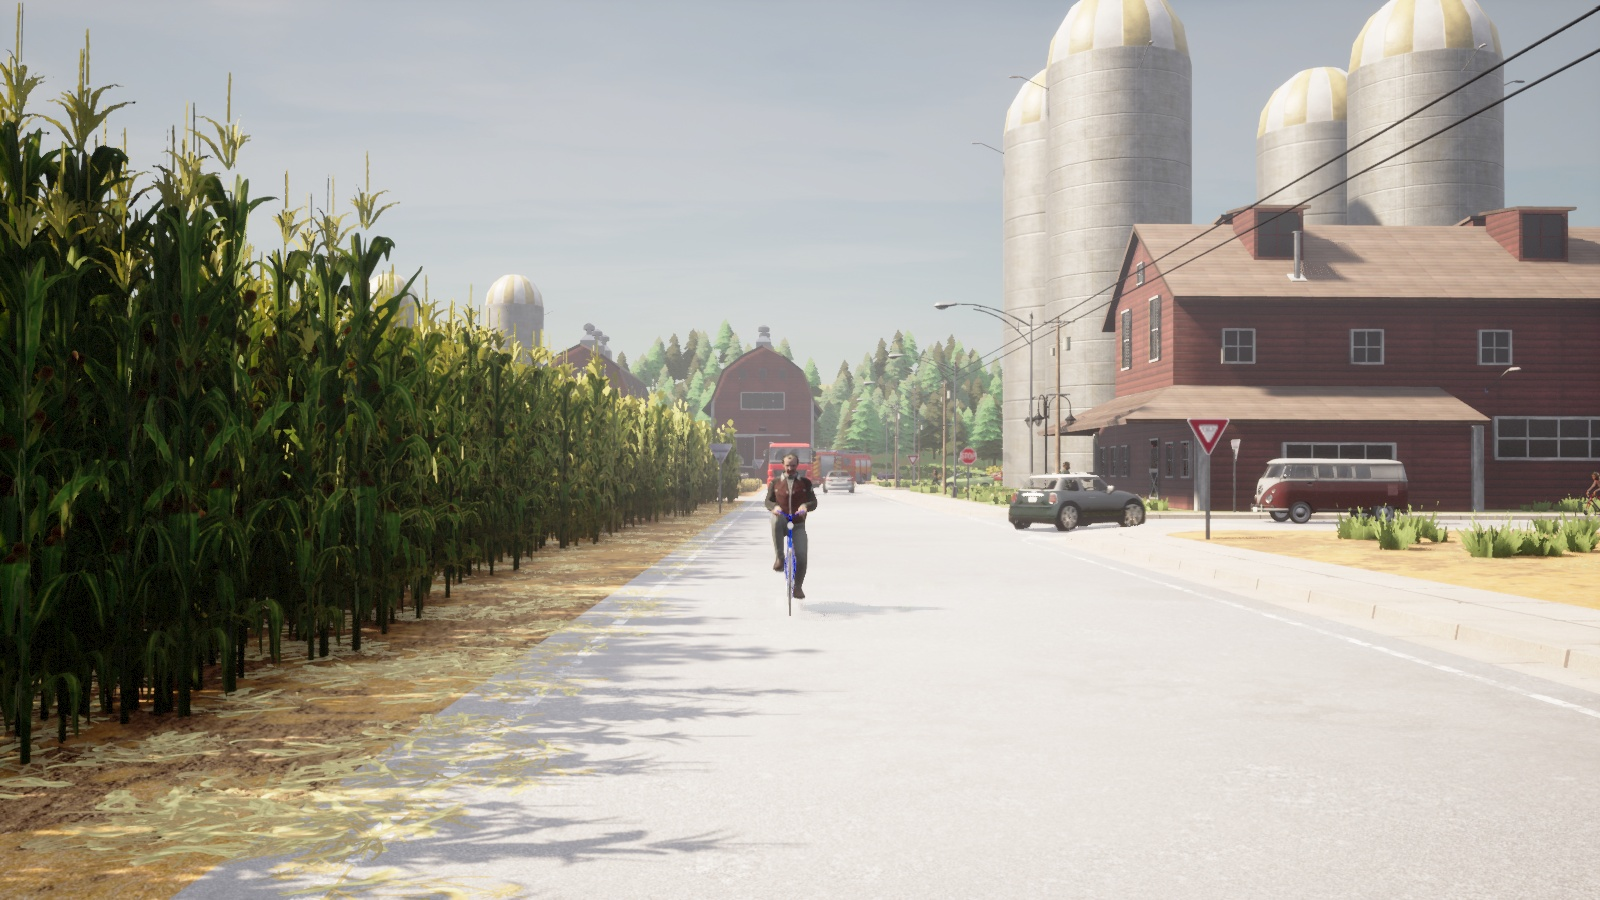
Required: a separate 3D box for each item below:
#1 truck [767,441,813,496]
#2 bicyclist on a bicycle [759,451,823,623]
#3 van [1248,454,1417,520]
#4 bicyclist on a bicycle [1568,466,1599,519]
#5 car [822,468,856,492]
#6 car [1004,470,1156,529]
[{"bbox_3d":[-0.660,1.246,84.250,2.891,3.462,7.936,0,-1,0],"label":"truck"},{"bbox_3d":[-0.100,0.919,13.932,0.659,1.776,1.843,0,-1,0],"label":"bicyclist on a bicycle"},{"bbox_3d":[16.334,1.123,38.666,4.442,1.987,1.775,0,-1,-1],"label":"van"},{"bbox_3d":[24.792,1.292,38.857,1.656,1.620,0.582,0,-1,-1],"label":"bicyclist on a bicycle"},{"bbox_3d":[2.788,2.175,91.198,2.242,1.667,4.611,0,-1,0],"label":"car"},{"bbox_3d":[7.598,1.299,34.022,3.806,1.475,1.970,0,-1,-36],"label":"car"}]
